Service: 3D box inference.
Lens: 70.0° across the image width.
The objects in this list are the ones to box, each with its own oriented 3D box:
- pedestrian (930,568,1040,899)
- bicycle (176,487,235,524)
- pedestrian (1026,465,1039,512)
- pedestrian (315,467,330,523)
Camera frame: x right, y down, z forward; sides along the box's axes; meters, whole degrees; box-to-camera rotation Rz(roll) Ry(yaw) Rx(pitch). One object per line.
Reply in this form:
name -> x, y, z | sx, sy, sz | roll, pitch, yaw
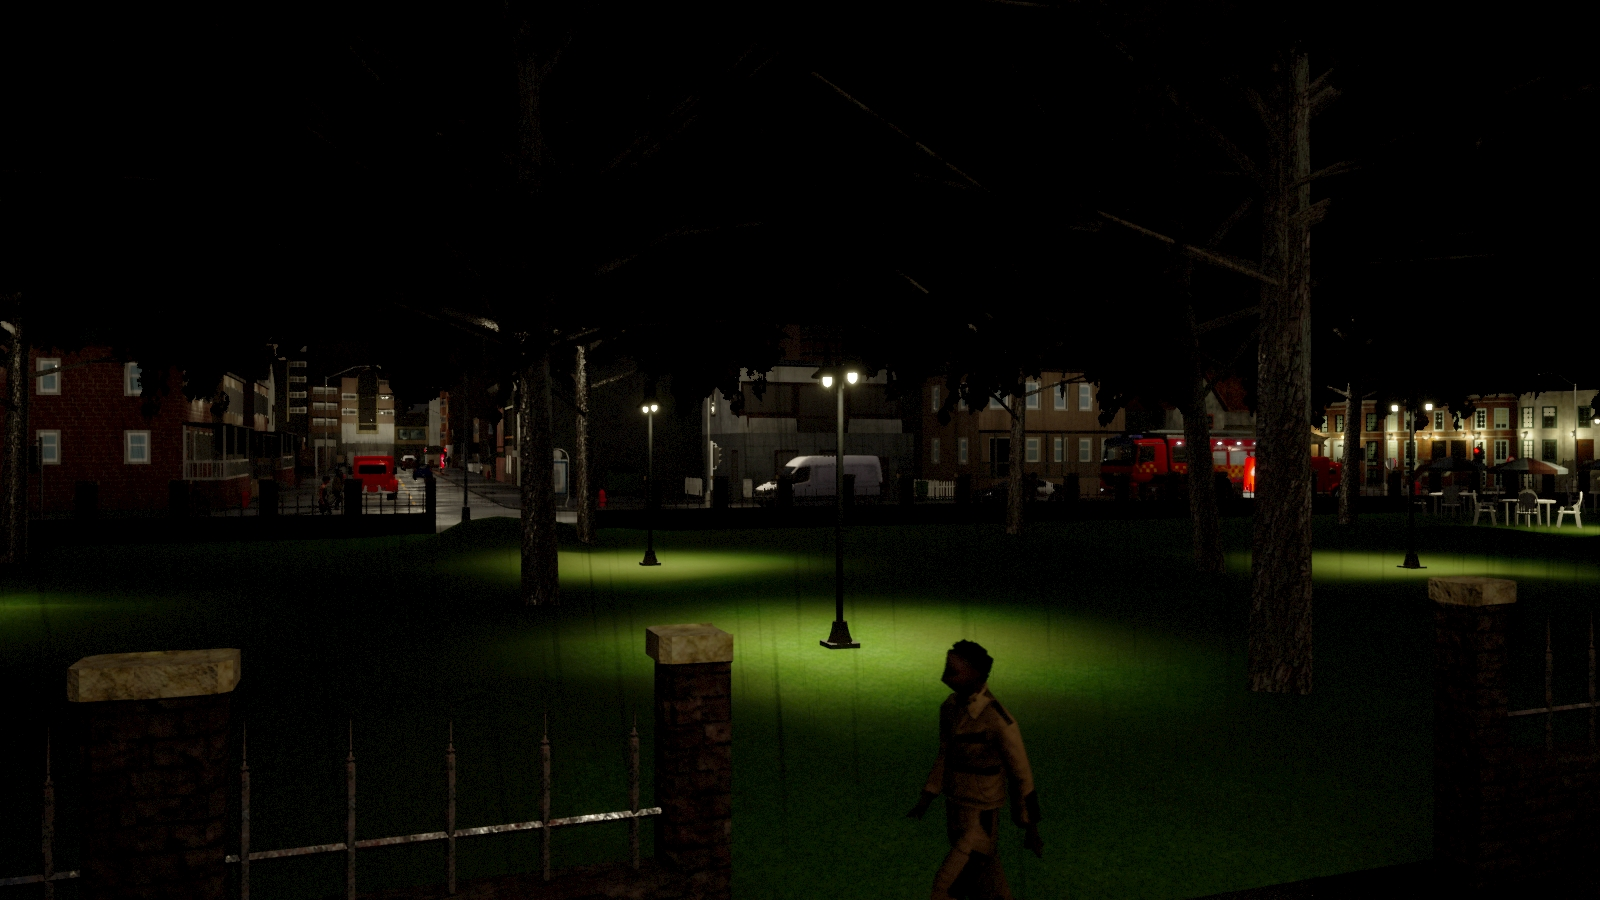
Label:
pedestrian -> 0.888, 1.525, 5.496 | 0.375, 1.860, 0.375 | 0, 0, -26
bicycle -> -20.883, 1.940, 40.151 | 1.835, 1.271, 0.329 | 0, 0, -20
pedestrian -> 9.262, 1.525, 45.501 | 0.375, 1.860, 0.375 | 0, 0, -21
pedestrian -> -16.241, 1.525, 38.831 | 0.375, 1.860, 0.375 | 0, 0, -5
